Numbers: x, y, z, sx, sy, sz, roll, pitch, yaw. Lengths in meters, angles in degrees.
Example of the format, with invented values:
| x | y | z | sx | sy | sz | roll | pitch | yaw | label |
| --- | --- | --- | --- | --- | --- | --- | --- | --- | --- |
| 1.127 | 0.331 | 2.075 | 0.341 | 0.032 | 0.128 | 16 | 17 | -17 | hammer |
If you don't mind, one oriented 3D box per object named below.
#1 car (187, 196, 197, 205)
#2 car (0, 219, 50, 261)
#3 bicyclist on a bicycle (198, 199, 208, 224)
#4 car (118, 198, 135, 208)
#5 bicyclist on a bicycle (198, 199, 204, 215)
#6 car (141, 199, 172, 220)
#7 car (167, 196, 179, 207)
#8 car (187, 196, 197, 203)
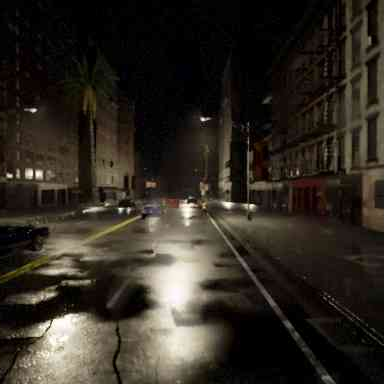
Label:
| x | y | z | sx | sy | sz | roll | pitch | yaw | label |
| --- | --- | --- | --- | --- | --- | --- | --- | --- | --- |
| 0.040 | 1.639 | 64.836 | 2.128 | 1.511 | 4.902 | 0 | -1 | 0 | car |
| -6.604 | 1.602 | 11.044 | 1.895 | 1.301 | 4.718 | 0 | 0 | 0 | car |
| 0.887 | 1.473 | 24.059 | 0.582 | 1.620 | 1.656 | 0 | 0 | 0 | bicyclist on a bicycle |
| -9.828 | 1.651 | 50.086 | 1.994 | 1.385 | 4.181 | 0 | 0 | 0 | car |
| 0.883 | 1.490 | 33.519 | 0.582 | 1.620 | 1.656 | 0 | 0 | 0 | bicyclist on a bicycle |
| -3.159 | 1.575 | 28.490 | 2.033 | 1.411 | 5.357 | 0 | 0 | 0 | car |
| -3.168 | 1.456 | 54.335 | 2.097 | 1.767 | 4.553 | 0 | 0 | 0 | car |
| -0.025 | 1.732 | 77.055 | 2.128 | 1.511 | 4.902 | 0 | 0 | 0 | car |
